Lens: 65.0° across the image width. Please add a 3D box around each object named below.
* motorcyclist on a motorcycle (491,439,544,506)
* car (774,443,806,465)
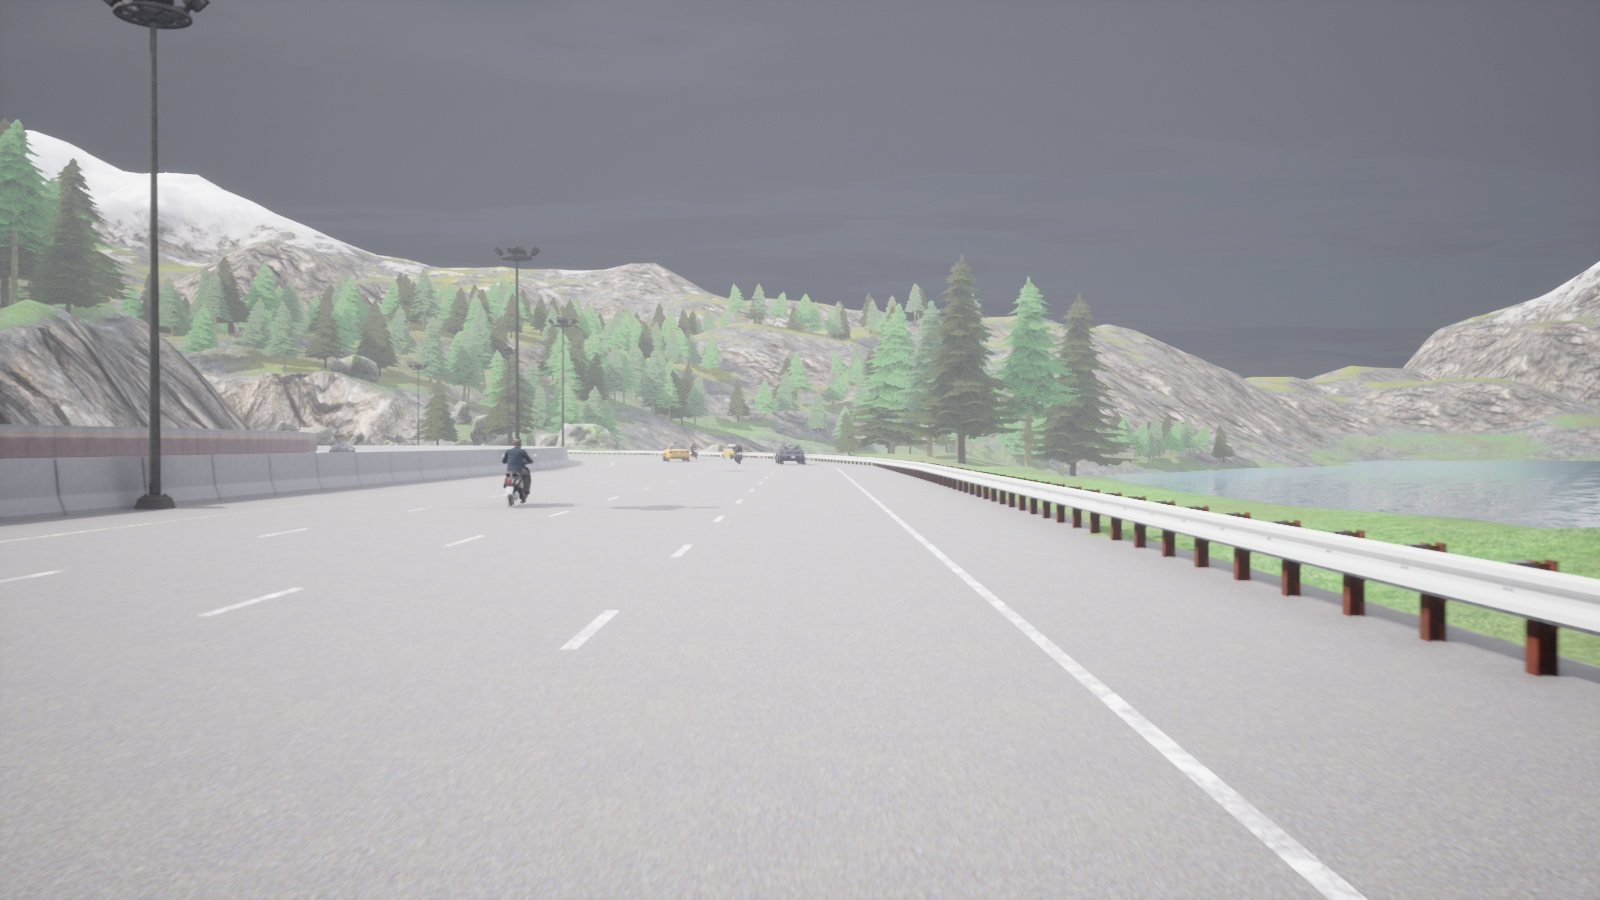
[{"bbox_3d":[-6.810,0.523,30.401,0.866,1.590,1.817,0,0,0],"label":"motorcyclist on a motorcycle"},{"bbox_3d":[-0.738,0.266,87.561,1.816,1.474,4.193,0,0,-7],"label":"car"}]
